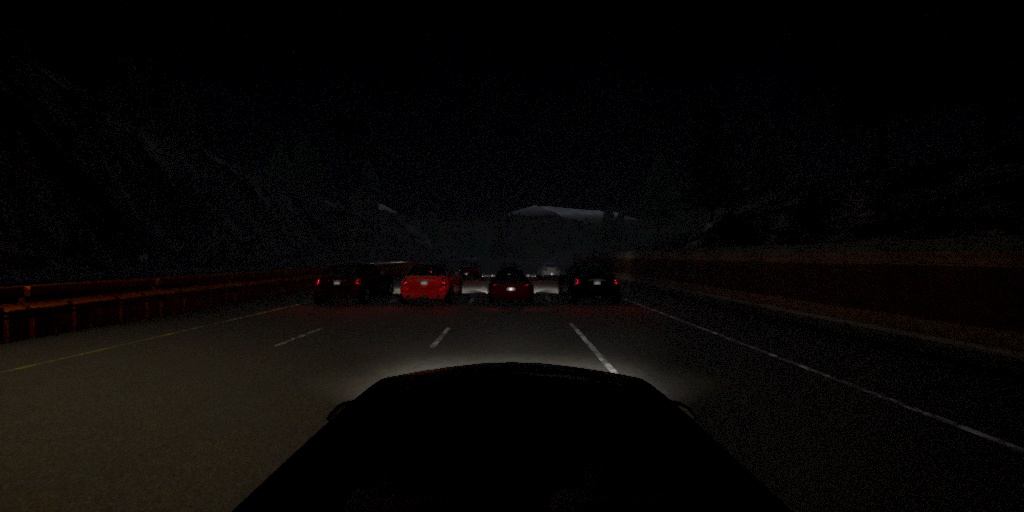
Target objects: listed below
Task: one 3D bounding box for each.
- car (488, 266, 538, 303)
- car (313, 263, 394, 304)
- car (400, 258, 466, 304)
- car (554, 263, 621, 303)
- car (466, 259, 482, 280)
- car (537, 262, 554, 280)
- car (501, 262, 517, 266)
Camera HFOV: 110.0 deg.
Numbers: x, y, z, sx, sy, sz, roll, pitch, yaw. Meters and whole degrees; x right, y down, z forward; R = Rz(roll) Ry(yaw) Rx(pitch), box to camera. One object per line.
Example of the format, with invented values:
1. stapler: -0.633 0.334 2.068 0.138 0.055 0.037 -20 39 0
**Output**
1. car: -0.067 1.323 16.655 1.994 1.385 4.181 0 0 -1
2. car: -7.066 1.116 16.536 2.097 1.767 4.553 0 0 -1
3. car: -3.566 1.116 16.580 2.097 1.767 4.553 0 0 -1
4. car: 3.433 1.116 16.669 2.097 1.767 4.553 0 0 -1
5. car: -3.756 1.283 31.609 1.812 1.442 4.674 0 0 -1
6. car: 3.243 1.283 31.698 1.812 1.442 4.674 0 0 -1
7. car: -0.257 1.283 31.653 1.812 1.442 4.674 0 0 -1
